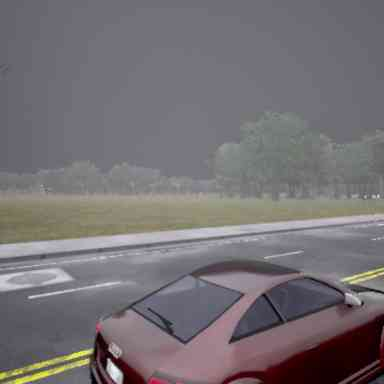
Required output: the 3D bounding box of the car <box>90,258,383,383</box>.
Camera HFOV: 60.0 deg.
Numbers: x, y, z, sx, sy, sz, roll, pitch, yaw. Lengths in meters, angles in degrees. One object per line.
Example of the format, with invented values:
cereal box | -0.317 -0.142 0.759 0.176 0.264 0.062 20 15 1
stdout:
car | 0.949 1.562 4.115 4.181 1.385 1.994 0 0 -35
